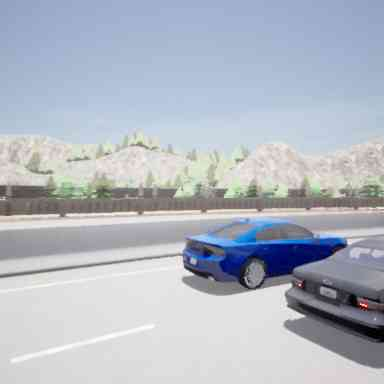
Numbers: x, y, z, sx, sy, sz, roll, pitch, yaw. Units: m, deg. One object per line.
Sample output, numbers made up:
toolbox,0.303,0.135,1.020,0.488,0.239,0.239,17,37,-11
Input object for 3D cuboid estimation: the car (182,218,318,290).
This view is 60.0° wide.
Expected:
car,2.155,1.452,9.045,5.008,1.535,1.882,0,0,-31

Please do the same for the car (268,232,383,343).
car,4.180,1.541,6.218,5.357,1.411,2.033,0,0,-31
